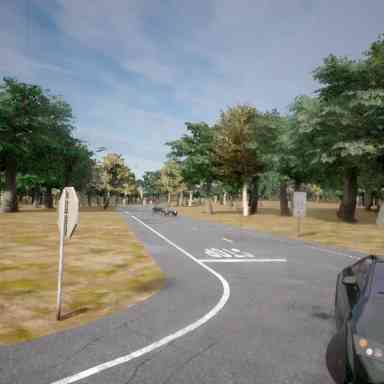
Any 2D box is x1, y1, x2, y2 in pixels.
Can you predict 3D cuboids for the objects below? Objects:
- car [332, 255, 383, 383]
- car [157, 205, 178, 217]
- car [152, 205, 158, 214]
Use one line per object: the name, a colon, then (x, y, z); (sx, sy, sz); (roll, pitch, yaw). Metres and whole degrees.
car: (3.105, 1.643, 4.618); (1.994, 1.385, 4.181); (1, -1, 22)
car: (-3.410, 2.852, 48.032); (1.895, 1.301, 4.718); (3, -2, -13)
car: (-5.652, 2.963, 56.882); (1.882, 1.535, 5.008); (3, -2, -14)
